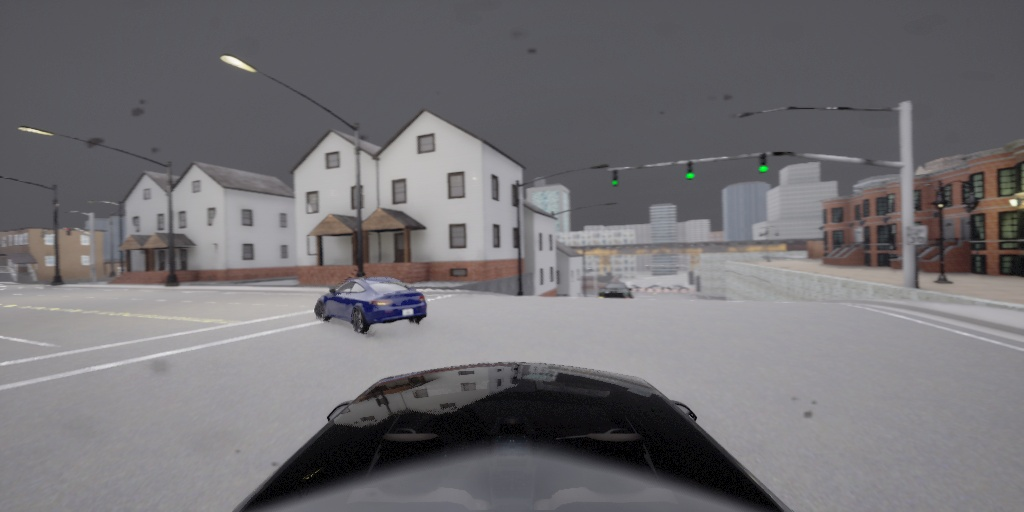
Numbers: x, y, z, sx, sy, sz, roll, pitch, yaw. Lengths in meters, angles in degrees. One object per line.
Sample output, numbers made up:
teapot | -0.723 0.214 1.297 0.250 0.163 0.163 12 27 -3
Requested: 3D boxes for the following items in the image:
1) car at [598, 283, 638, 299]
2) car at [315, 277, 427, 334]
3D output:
car | 7.342 2.651 25.076 2.097 1.767 4.553 -2 -13 22
car | -4.427 1.367 11.110 4.674 1.442 1.812 -1 0 44
